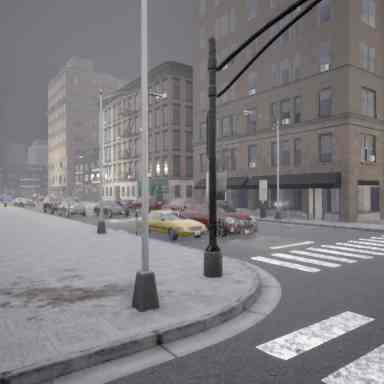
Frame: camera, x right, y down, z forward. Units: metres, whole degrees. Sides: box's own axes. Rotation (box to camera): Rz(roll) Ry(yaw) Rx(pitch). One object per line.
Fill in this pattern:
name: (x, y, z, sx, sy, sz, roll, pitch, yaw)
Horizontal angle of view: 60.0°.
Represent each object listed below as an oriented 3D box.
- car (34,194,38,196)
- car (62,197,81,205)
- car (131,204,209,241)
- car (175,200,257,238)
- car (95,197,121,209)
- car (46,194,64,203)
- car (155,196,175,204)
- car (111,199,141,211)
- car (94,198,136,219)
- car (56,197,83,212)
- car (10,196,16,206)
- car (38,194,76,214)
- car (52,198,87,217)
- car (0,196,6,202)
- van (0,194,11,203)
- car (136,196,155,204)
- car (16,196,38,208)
car: (-34.582, 1.533, 77.025, 1.947, 1.339, 4.313, 0, 0, -36)
car: (-21.305, 1.520, 58.677, 2.008, 1.369, 4.403, 0, 0, -36)
car: (-1.154, 1.543, 17.140, 1.752, 1.417, 4.829, 0, 0, -36)
car: (1.357, 1.357, 18.023, 2.097, 1.767, 4.553, 0, 0, -36)
car: (-11.447, 1.498, 45.054, 1.752, 1.417, 4.829, 0, 0, -36)
car: (-27.944, 1.283, 67.850, 2.192, 1.841, 5.009, 0, 0, -36)
car: (-1.390, 1.416, 31.155, 1.967, 1.590, 4.097, 0, 0, -36)
car: (-8.029, 1.539, 40.330, 1.947, 1.339, 4.313, 0, 0, -36)
car: (-7.206, 1.508, 29.793, 1.837, 1.490, 4.892, 0, 0, -38)
car: (-15.092, 1.477, 40.804, 1.882, 1.535, 5.008, 0, 1, -36)
car: (-27.707, 1.534, 53.836, 1.752, 1.417, 4.829, 0, 0, -36)
car: (-14.531, 1.328, 35.625, 2.192, 1.841, 5.009, 0, 0, -36)
car: (-11.211, 1.565, 31.038, 2.008, 1.369, 4.403, 0, 0, -36)
car: (-44.403, 1.557, 76.908, 2.008, 1.369, 4.403, 0, 0, -36)
van: (-37.765, 1.349, 67.733, 1.690, 1.788, 3.998, 0, 0, -36)
car: (-4.710, 1.289, 35.742, 2.192, 1.841, 5.009, 0, 0, -36)
car: (-24.488, 1.592, 49.387, 1.802, 1.307, 4.206, 0, 0, -36)
